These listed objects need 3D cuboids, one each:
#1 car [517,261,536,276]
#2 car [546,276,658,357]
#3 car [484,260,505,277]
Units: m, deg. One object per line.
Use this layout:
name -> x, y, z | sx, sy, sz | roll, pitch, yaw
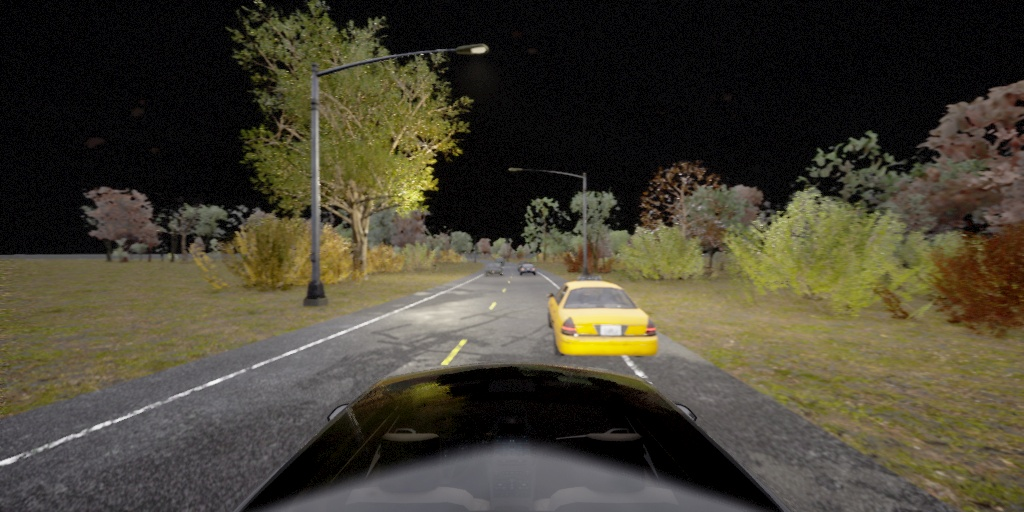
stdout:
car -> 1.797, 1.518, 42.002 | 2.033, 1.411, 5.357 | 0, 0, 0
car -> 1.819, 1.241, 8.596 | 1.801, 1.575, 5.366 | 0, 0, 3
car -> -1.922, 1.487, 39.477 | 1.837, 1.490, 4.892 | 0, 0, 1
